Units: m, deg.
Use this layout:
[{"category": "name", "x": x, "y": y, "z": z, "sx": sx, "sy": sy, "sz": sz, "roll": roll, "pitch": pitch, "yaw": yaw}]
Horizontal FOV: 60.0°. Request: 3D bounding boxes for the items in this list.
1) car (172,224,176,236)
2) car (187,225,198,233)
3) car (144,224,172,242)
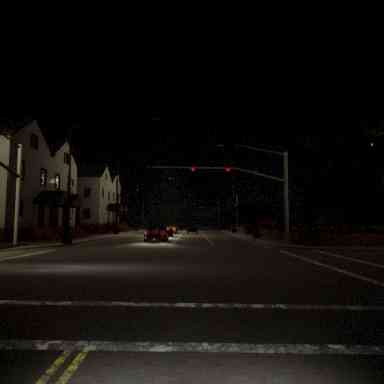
[{"category": "car", "x": -3.511, "y": 5.174, "z": 43.428, "sx": 1.994, "sy": 1.385, "sz": 4.181, "roll": 0, "pitch": -5, "yaw": 0}, {"category": "car", "x": 0.098, "y": 6.469, "z": 57.911, "sx": 2.033, "sy": 1.411, "sz": 5.357, "roll": 0, "pitch": -5, "yaw": 0}, {"category": "car", "x": -3.528, "y": 4.073, "z": 33.505, "sx": 2.097, "sy": 1.767, "sz": 4.553, "roll": 0, "pitch": -5, "yaw": 0}]
